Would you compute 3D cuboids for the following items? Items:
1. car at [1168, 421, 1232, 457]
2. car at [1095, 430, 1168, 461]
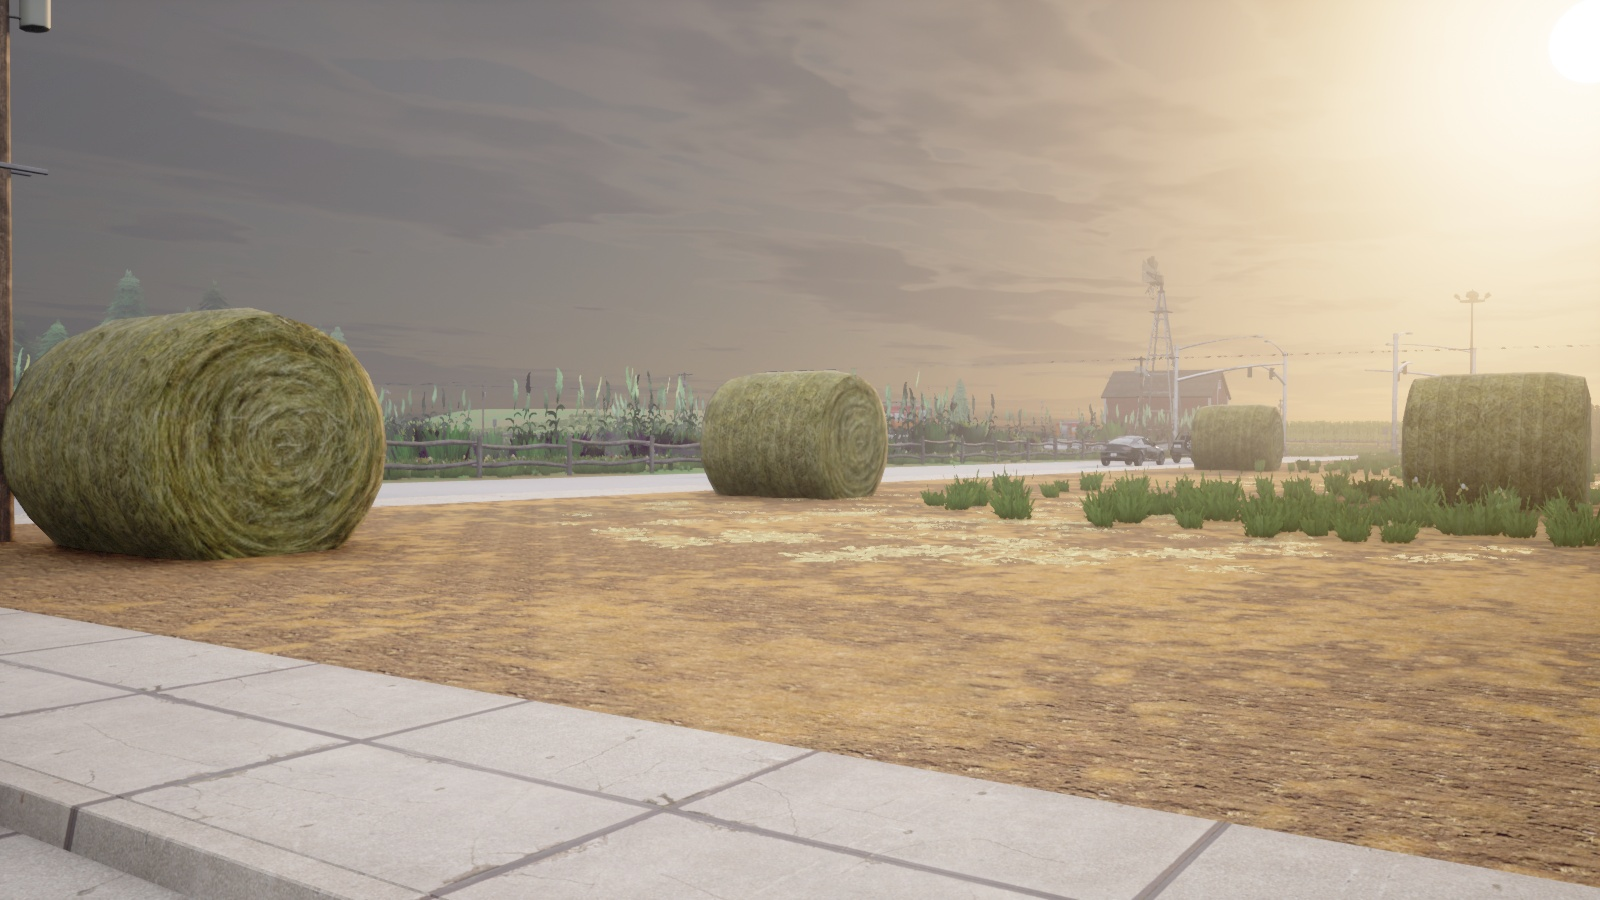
[{"bbox_3d":[21.696,-0.612,68.016,1.932,1.855,4.605,0,1,36],"label":"car"},{"bbox_3d":[15.937,-0.244,60.201,1.812,1.442,4.674,0,1,36],"label":"car"}]
